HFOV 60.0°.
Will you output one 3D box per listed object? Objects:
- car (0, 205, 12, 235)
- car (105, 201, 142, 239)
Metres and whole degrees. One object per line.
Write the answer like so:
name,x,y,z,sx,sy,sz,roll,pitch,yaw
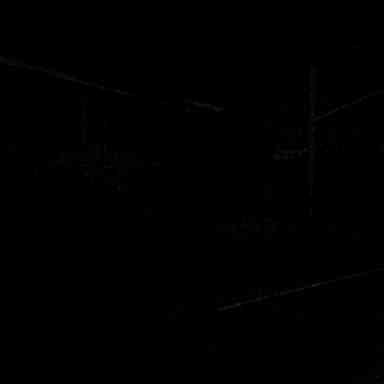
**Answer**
car,-11.482,1.523,18.600,2.242,1.667,4.611,1,0,-36
car,-4.353,1.448,18.338,1.905,1.878,3.866,1,0,-36
